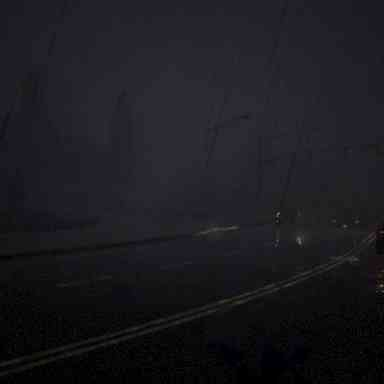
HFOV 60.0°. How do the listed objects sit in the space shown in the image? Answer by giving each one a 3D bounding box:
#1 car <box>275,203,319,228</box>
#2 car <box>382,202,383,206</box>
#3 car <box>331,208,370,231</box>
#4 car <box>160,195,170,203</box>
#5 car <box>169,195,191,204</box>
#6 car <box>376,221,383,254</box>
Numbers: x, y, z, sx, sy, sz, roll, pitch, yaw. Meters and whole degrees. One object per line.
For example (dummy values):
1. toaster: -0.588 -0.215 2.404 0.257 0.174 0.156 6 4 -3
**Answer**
1. car: 7.792 1.596 24.515 2.097 1.767 4.553 0 0 35
2. car: 44.232 2.429 75.010 2.033 1.411 5.357 0 -1 36
3. car: 11.203 1.806 23.288 2.033 1.411 5.357 0 -1 34
4. car: -5.216 1.748 80.458 1.905 1.878 3.866 0 -1 36
5. car: -2.872 1.990 78.759 1.970 1.475 3.806 0 -1 36
6. car: 8.811 1.643 13.555 1.882 1.535 5.008 0 0 36
